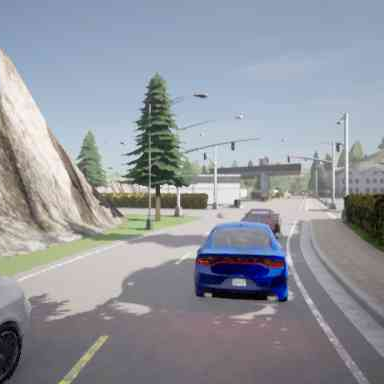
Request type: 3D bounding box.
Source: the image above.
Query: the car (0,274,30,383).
[{"bbox_3d":[-3.194,1.525,2.670,1.812,1.442,4.674,0,0,5],"label":"car"}]

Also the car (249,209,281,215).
[{"bbox_3d":[3.677,1.563,17.631,1.994,1.385,4.181,0,0,17],"label":"car"}]

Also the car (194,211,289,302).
[{"bbox_3d":[1.281,1.477,8.440,1.882,1.535,5.008,0,0,10],"label":"car"}]

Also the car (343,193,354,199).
[{"bbox_3d":[40.119,1.073,82.984,3.866,1.878,1.905,0,0,19],"label":"car"}]
